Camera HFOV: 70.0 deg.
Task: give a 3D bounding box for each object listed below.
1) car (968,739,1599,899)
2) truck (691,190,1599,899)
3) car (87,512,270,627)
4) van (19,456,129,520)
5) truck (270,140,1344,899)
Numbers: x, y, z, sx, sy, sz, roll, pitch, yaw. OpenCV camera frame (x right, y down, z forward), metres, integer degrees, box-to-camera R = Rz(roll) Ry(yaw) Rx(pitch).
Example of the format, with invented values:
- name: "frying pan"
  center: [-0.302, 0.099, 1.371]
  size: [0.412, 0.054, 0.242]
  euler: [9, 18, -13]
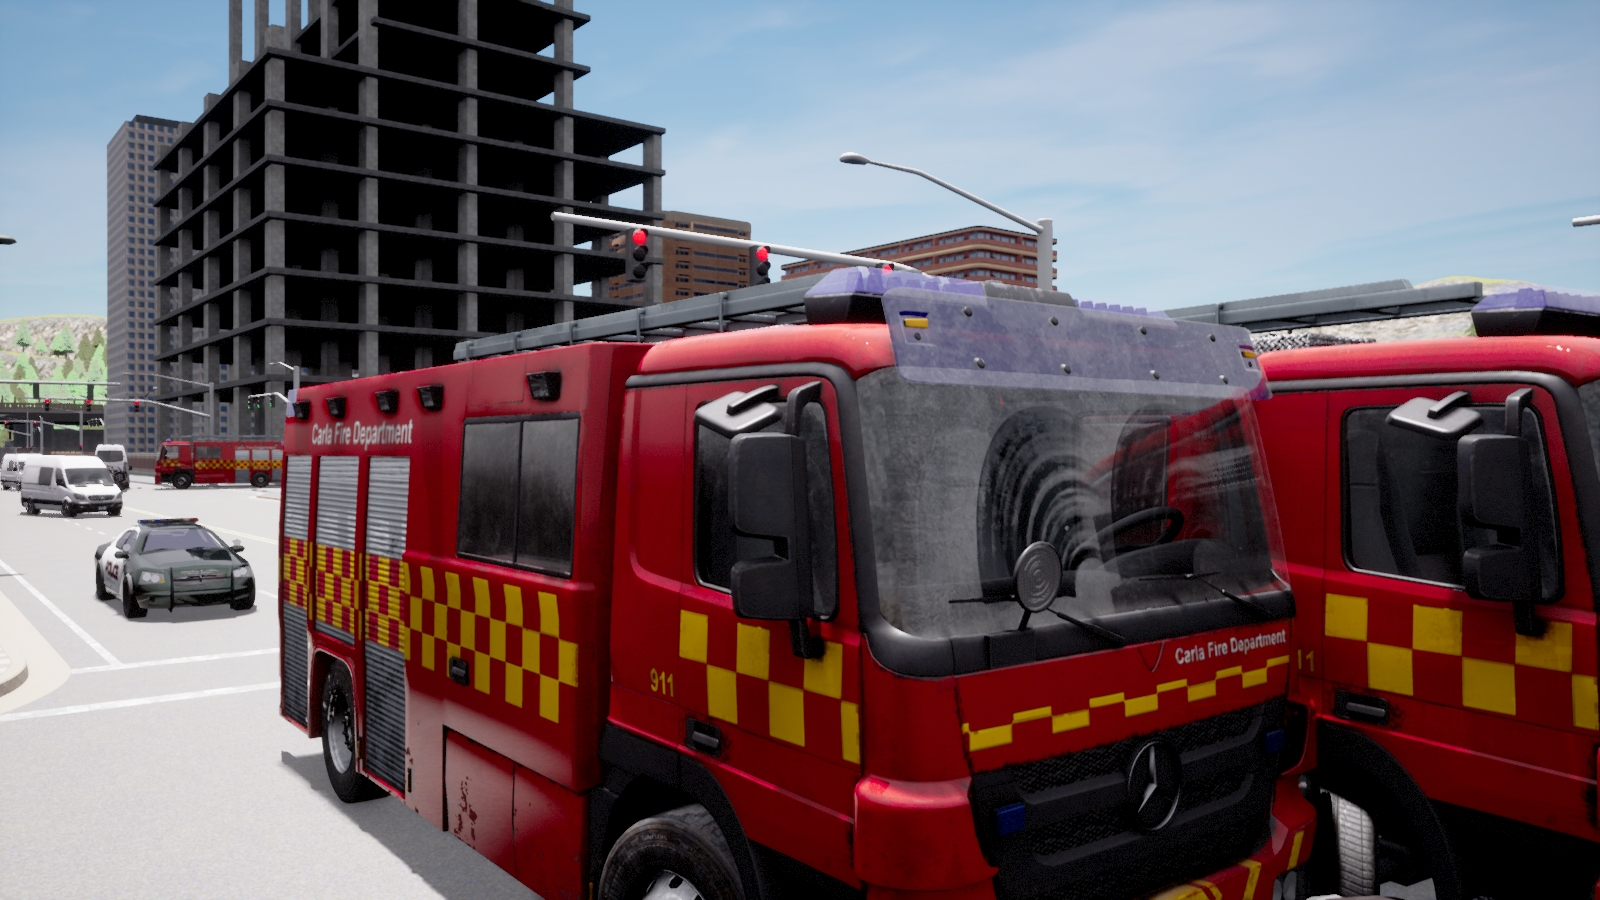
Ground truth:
- name: "car"
  center: [2.437, 2.064, 3.109]
  size: [1.970, 1.475, 3.806]
  euler: [0, 0, -30]
- name: "truck"
  center: [2.347, 0.889, 8.605]
  size: [2.891, 3.827, 8.468]
  euler: [0, 0, -31]
- name: "car"
  center: [-11.386, 2.038, 20.746]
  size: [2.038, 1.542, 4.974]
  euler: [0, 0, -39]
- name: "van"
  center: [-30.948, 1.537, 48.598]
  size: [5.915, 2.561, 1.988]
  euler: [0, 0, 37]
- name: "truck"
  center: [-1.100, 0.890, 8.003]
  size: [2.891, 3.827, 8.468]
  euler: [0, 0, -38]
